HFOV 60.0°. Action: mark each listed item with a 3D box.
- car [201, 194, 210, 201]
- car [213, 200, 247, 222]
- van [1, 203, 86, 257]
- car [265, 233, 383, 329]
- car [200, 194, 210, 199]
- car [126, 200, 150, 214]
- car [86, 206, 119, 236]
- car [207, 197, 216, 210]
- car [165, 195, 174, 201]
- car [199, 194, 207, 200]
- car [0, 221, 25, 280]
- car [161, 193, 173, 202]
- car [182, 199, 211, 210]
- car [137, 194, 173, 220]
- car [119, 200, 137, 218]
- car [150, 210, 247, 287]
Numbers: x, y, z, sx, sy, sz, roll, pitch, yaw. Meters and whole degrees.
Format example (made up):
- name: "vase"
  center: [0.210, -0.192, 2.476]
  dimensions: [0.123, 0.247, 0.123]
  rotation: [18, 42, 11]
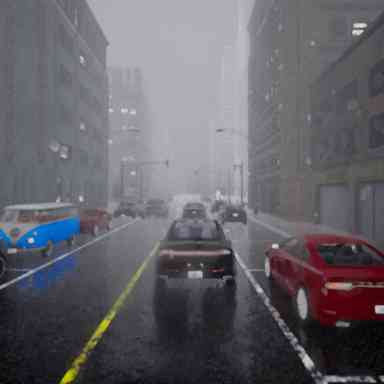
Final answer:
- name: "car"
  center: [3.075, 1.304, 78.038]
  dimensions: [1.967, 1.590, 4.097]
  rotation: [0, 0, 0]
- name: "car"
  center: [2.810, 1.516, 23.530]
  dimensions: [1.947, 1.339, 4.313]
  rotation: [0, 0, 0]
- name: "van"
  center: [-5.623, 1.314, 12.536]
  dimensions: [1.690, 1.788, 3.998]
  rotation: [0, 0, 0]
- name: "car"
  center: [2.729, 1.529, 6.960]
  dimensions: [1.887, 1.381, 4.507]
  rotation: [0, 0, 0]
- name: "car"
  center: [3.021, 1.461, 66.982]
  dimensions: [1.802, 1.307, 4.206]
  rotation: [0, 0, 0]
- name: "car"
  center: [-5.518, 1.511, 34.630]
  dimensions: [1.802, 1.307, 4.206]
  rotation: [0, 0, 0]
- name: "car"
  center: [-5.598, 1.506, 18.060]
  dimensions: [1.887, 1.381, 4.507]
  rotation: [0, 0, 0]
- name: "car"
  center: [2.863, 1.495, 34.577]
  dimensions: [1.947, 1.339, 4.313]
  rotation: [0, 0, 0]
- name: "car"
  center: [-5.306, 1.409, 78.080]
  dimensions: [1.887, 1.381, 4.507]
  rotation: [0, 0, 0]
- name: "car"
  center: [3.156, 1.285, 94.620]
  dimensions: [1.967, 1.590, 4.097]
  rotation: [0, 0, 0]
- name: "car"
  center: [-5.652, 1.550, 7.013]
  dimensions: [1.947, 1.339, 4.313]
  rotation: [0, 0, 0]
- name: "car"
  center: [-5.331, 1.186, 72.551]
  dimensions: [2.192, 1.841, 5.009]
  rotation: [0, 0, 0]
- name: "car"
  center: [0.189, 1.493, 25.930]
  dimensions: [2.033, 1.411, 5.357]
  rotation: [0, 0, 1]
- name: "car"
  center: [-2.953, 1.295, 27.541]
  dimensions: [2.097, 1.767, 4.553]
  rotation: [0, 0, 0]
- name: "car"
  center: [-5.544, 1.506, 29.106]
  dimensions: [1.947, 1.339, 4.313]
  rotation: [0, 0, 0]
- name: "car"
  center: [0.097, 1.471, 9.232]
  dimensions: [2.128, 1.511, 4.902]
  rotation: [0, 0, 1]
